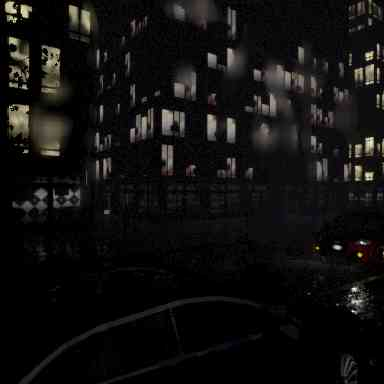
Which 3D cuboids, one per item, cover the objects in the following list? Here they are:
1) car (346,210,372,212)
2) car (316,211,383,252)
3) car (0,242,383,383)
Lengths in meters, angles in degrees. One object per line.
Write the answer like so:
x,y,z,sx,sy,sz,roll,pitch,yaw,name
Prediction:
8.140,1.563,16.226,4.313,1.339,1.947,0,0,-36,car
6.208,1.563,11.669,4.181,1.385,1.994,0,0,-35,car
-0.256,1.491,3.128,4.902,1.511,2.128,0,0,-36,car
